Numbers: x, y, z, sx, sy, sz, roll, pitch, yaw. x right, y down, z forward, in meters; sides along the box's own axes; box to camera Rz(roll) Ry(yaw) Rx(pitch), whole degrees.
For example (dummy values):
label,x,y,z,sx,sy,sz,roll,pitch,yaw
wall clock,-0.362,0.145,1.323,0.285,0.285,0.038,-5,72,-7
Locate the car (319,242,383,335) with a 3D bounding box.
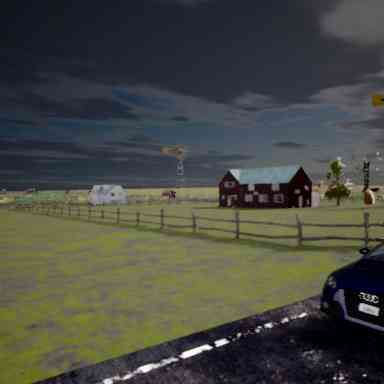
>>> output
label,x,y,z,sx,sy,sz,roll,pitch,yaw
car,4.223,1.543,6.077,4.181,1.385,1.994,0,0,-36
